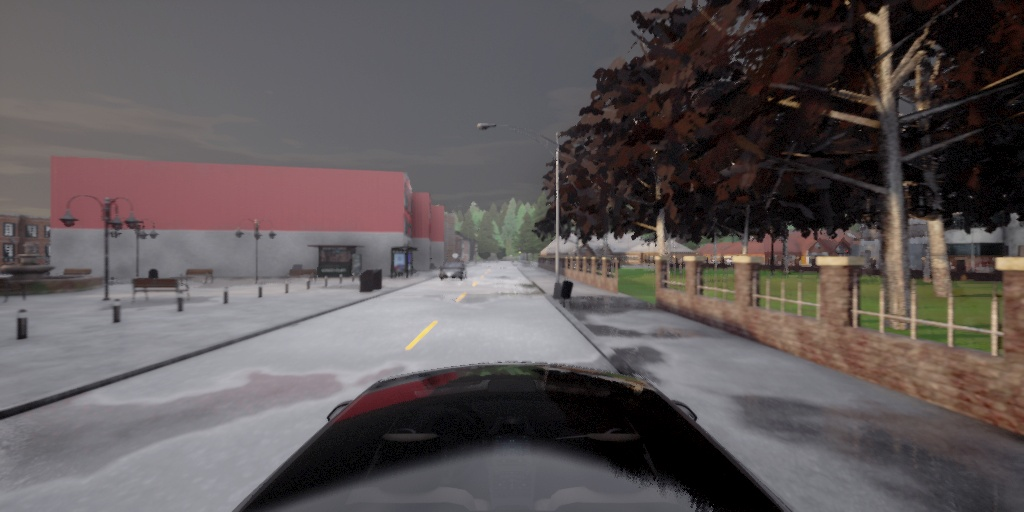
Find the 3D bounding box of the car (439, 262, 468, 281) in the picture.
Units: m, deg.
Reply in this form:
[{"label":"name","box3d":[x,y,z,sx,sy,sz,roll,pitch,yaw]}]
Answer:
[{"label":"car","box3d":[-4.815,1.222,29.872,2.128,1.511,4.902,0,0,-1]}]
